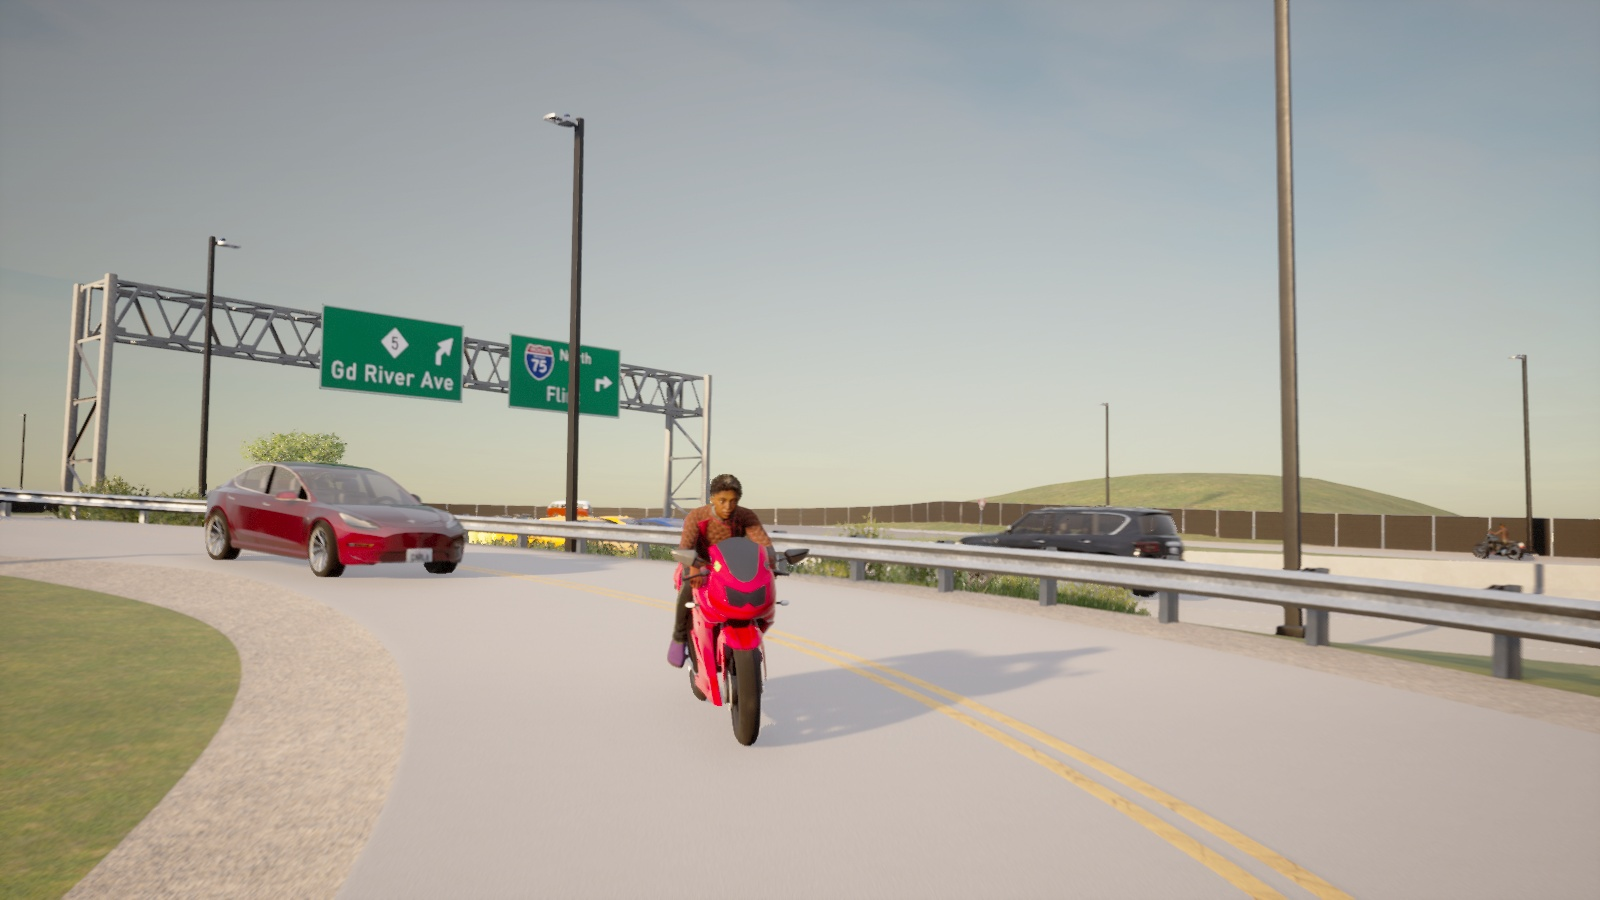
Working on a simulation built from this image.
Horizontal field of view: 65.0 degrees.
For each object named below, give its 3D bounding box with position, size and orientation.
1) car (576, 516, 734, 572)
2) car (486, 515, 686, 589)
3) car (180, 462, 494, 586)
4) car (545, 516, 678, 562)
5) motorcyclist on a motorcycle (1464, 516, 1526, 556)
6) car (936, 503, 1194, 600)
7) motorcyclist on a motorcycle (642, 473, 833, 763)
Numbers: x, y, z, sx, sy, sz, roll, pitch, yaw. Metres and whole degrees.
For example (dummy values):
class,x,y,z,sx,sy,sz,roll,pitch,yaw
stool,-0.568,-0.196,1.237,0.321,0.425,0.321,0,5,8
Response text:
class,x,y,z,sx,sy,sz,roll,pitch,yaw
car,-4.501,2.852,38.501,5.008,1.535,1.882,-2,-4,41
car,-5.166,2.369,29.868,5.008,1.535,1.882,-2,-4,41
car,-6.749,0.983,18.059,4.792,1.488,2.163,1,-2,41
car,-6.821,3.162,45.089,5.008,1.535,1.882,-2,-4,40
motorcyclist on a motorcycle,29.952,3.700,54.134,0.766,1.649,2.350,2,-3,-22
car,6.115,2.296,29.429,5.566,2.045,2.150,-2,-4,41
motorcyclist on a motorcycle,-0.456,0.910,7.744,0.797,1.523,2.044,0,-1,-14
